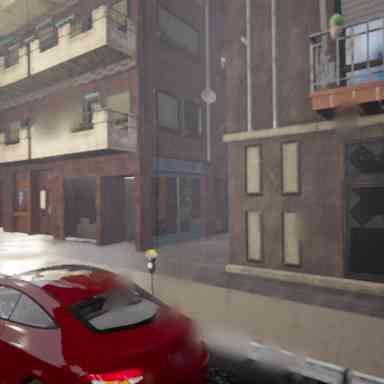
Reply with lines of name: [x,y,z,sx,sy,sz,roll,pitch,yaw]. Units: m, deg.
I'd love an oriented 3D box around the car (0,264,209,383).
car: [-1.767,1.579,4.109,4.206,1.307,1.802,0,-1,36]
